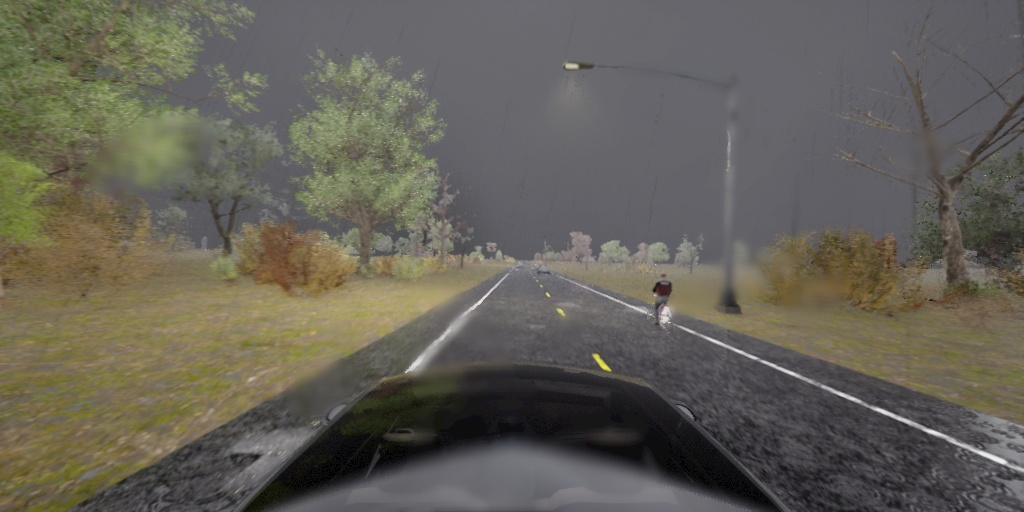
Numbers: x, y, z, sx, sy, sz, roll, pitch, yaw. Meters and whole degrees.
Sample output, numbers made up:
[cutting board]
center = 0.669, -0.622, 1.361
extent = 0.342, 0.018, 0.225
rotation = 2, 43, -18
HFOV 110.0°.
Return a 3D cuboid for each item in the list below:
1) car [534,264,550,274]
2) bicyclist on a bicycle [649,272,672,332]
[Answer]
[car]
center = 4.869, 2.112, 55.781
extent = 1.994, 1.385, 4.181
rotation = 2, -1, 2
[bicyclist on a bicycle]
center = 4.604, 1.369, 11.183
extent = 0.659, 1.776, 1.843
rotation = 2, 0, 1
